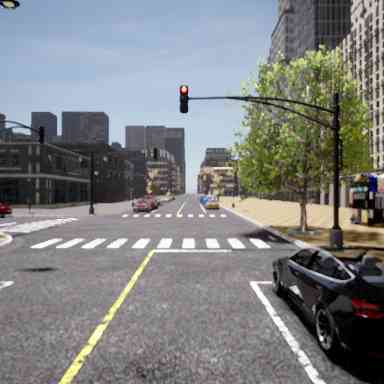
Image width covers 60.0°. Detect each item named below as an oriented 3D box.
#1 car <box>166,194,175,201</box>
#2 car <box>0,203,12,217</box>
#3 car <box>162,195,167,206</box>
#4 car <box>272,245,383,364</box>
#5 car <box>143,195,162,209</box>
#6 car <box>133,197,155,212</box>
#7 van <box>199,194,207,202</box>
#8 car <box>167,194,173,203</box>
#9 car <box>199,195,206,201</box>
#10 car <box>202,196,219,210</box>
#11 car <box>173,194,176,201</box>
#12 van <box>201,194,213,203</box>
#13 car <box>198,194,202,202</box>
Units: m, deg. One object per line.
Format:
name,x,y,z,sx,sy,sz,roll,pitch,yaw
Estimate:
car,-5.689,1.397,88.302,2.192,1.841,5.009,0,0,0
car,-17.270,1.395,27.346,4.507,1.381,1.887,1,-1,-1
car,-5.689,1.601,54.996,2.008,1.369,4.403,0,0,0
car,2.694,1.571,5.867,1.947,1.339,4.313,0,0,0
car,-5.687,1.355,43.894,2.192,1.841,5.009,0,0,0
car,-5.688,1.617,38.343,1.802,1.307,4.206,0,0,0
van,2.692,1.418,82.754,1.690,1.788,3.998,0,0,0
car,-5.689,1.591,71.479,1.752,1.417,4.829,0,0,0
car,2.691,1.608,88.475,1.752,1.417,4.829,0,0,0
car,2.692,1.565,44.067,1.752,1.417,4.829,0,0,0
car,-5.690,1.628,82.751,2.008,1.369,4.403,0,0,0
van,2.693,1.386,49.448,1.690,1.788,3.998,0,0,0
car,2.691,1.606,60.550,2.008,1.369,4.403,0,0,0
